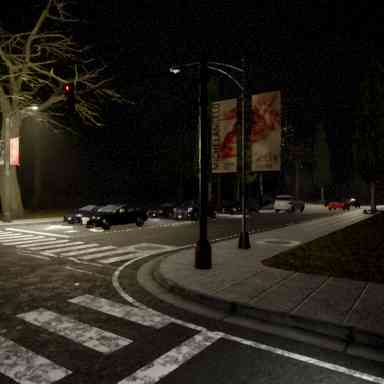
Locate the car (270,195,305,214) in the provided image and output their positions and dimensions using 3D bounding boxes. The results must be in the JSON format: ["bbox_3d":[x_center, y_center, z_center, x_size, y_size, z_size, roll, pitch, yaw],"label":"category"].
[{"bbox_3d":[11.569,1.434,39.285,2.150,2.045,5.566,0,0,35],"label":"car"}]

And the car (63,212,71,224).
[{"bbox_3d":[-7.187,1.637,24.303,1.994,1.385,4.181,0,0,36],"label":"car"}]

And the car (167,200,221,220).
[{"bbox_3d":[0.275,1.473,29.237,2.097,1.767,4.553,0,0,35],"label":"car"}]

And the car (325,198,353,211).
[{"bbox_3d":[20.677,1.659,46.581,2.097,1.767,4.553,0,0,35],"label":"car"}]

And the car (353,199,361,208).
[{"bbox_3d":[26.438,1.893,54.763,2.128,1.511,4.902,0,-1,35],"label":"car"}]

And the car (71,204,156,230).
[{"bbox_3d":[-4.977,1.567,21.782,2.128,1.511,4.902,0,0,35],"label":"car"}]

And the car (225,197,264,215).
[{"bbox_3d":[5.931,1.680,37.263,1.837,1.490,4.892,0,0,35],"label":"car"}]

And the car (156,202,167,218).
[{"bbox_3d":[-1.855,1.667,31.847,2.033,1.411,5.357,0,0,35],"label":"car"}]

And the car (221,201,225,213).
[{"bbox_3d":[3.875,1.777,39.995,1.895,1.301,4.718,0,0,35],"label":"car"}]

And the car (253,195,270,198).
[{"bbox_3d":[9.960,1.472,48.558,2.150,2.045,5.566,0,0,38],"label":"car"}]

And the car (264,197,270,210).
[{"bbox_3d":[11.883,1.773,45.652,1.812,1.442,4.674,0,0,36],"label":"car"}]
